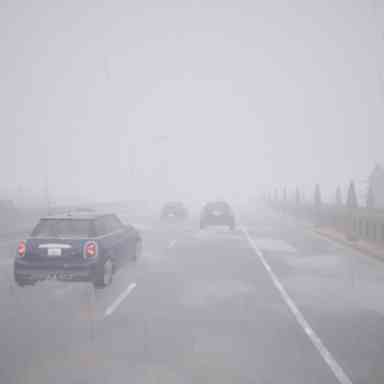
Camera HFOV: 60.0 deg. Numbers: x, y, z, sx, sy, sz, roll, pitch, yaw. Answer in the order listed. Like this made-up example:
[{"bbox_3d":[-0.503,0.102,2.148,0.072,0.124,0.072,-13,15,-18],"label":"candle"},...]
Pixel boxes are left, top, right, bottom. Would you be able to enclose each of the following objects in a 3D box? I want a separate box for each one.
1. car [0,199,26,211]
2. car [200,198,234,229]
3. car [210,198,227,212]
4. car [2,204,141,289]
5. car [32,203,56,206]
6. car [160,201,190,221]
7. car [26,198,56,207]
[{"bbox_3d":[-12.677,1.241,20.321,2.097,1.767,4.553,1,0,6],"label":"car"},{"bbox_3d":[1.688,1.367,22.072,2.097,1.767,4.553,1,0,5],"label":"car"},{"bbox_3d":[3.251,1.507,40.068,1.882,1.535,5.008,1,0,5],"label":"car"},{"bbox_3d":[-2.851,1.327,9.359,2.097,1.767,4.553,1,0,4],"label":"car"},{"bbox_3d":[-5.793,1.454,16.724,1.837,1.490,4.892,0,0,5],"label":"car"},{"bbox_3d":[-1.370,1.494,27.363,1.837,1.490,4.892,0,0,5],"label":"car"},{"bbox_3d":[-17.997,1.434,39.288,2.033,1.411,5.357,1,0,5],"label":"car"}]
